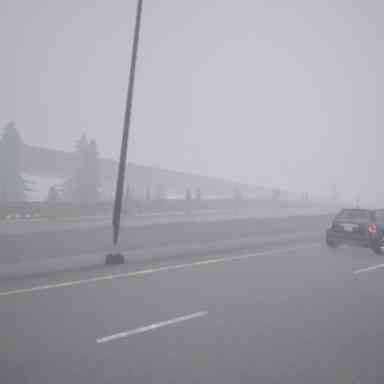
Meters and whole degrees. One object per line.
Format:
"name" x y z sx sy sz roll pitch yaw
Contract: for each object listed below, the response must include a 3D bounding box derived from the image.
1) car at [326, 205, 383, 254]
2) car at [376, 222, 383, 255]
"car" 7.487 1.350 13.444 4.553 1.767 2.097 0 0 -35
"car" 7.541 1.544 9.209 5.357 1.411 2.033 0 0 -35
